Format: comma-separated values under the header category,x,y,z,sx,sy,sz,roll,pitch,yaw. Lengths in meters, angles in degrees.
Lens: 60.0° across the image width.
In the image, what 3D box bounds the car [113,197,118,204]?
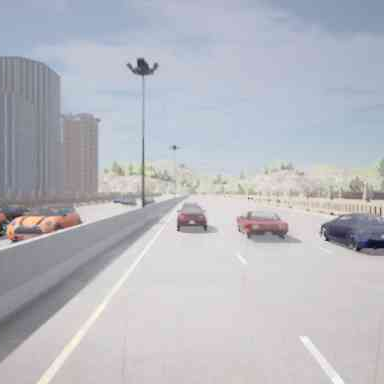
category,x,y,z,sx,sy,sz,roll,pitch,yaw
car,-14.412,1.723,66.919,2.033,1.411,5.357,0,0,0

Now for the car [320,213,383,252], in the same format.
category,x,y,z,sx,sy,sz,roll,pitch,yaw
car,7.013,1.582,14.013,1.994,1.385,4.181,0,0,0

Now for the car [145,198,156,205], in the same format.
category,x,y,z,sx,sy,sz,roll,pitch,yaw
car,-7.400,1.712,58.155,1.994,1.385,4.181,0,0,0

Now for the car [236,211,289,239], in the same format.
category,x,y,z,sx,sy,sz,roll,pitch,yaw
car,3.500,1.634,17.480,1.895,1.301,4.718,0,0,0

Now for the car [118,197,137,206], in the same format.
category,x,y,z,sx,sy,sz,roll,pitch,yaw
car,-10.891,1.703,58.025,2.033,1.411,5.357,0,0,0

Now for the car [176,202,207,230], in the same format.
category,x,y,z,sx,sy,sz,roll,pitch,yaw
car,-0.012,1.575,21.185,1.812,1.442,4.674,0,0,0

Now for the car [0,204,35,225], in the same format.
category,x,y,z,sx,sy,sz,roll,pitch,yaw
car,-14.251,1.690,25.815,1.895,1.301,4.718,0,0,0

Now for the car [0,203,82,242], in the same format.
category,x,y,z,sx,sy,sz,roll,pitch,yaw
car,-7.195,1.406,16.744,2.097,1.767,4.553,0,0,0
